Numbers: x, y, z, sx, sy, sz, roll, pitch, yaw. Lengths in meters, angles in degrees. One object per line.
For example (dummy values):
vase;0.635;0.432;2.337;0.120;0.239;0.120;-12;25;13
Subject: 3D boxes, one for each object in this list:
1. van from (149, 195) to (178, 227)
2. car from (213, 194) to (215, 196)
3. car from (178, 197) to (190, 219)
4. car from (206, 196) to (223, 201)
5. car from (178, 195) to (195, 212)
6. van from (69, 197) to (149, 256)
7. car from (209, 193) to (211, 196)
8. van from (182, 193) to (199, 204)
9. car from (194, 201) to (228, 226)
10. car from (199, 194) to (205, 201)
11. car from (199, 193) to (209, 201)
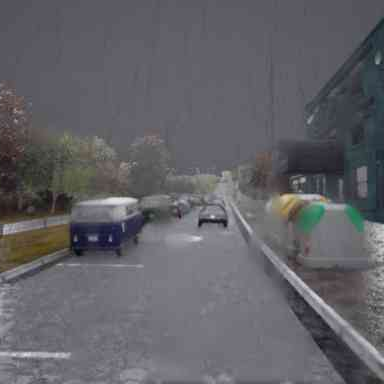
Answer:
van;-2.351;1.250;23.142;1.878;1.987;4.442;0;1;3
car;4.214;1.508;90.313;2.097;1.535;5.008;0;0;8
car;-1.719;1.503;29.624;2.163;1.488;4.792;0;1;4
car;3.181;1.526;41.159;2.033;1.411;5.357;0;0;6
car;-1.182;1.470;35.109;2.231;1.521;4.892;0;1;4
van;-3.166;1.251;13.223;1.878;1.987;4.442;0;1;3
car;2.057;1.466;68.236;2.097;1.535;5.008;0;0;8
van;-0.624;1.264;40.766;1.878;1.987;4.442;0;0;8
car;1.494;1.558;23.350;1.994;1.385;4.181;0;0;5
car;0.438;1.523;51.686;2.002;1.452;4.674;0;0;6
car;1.094;1.244;58.399;2.435;2.045;5.566;0;0;6
